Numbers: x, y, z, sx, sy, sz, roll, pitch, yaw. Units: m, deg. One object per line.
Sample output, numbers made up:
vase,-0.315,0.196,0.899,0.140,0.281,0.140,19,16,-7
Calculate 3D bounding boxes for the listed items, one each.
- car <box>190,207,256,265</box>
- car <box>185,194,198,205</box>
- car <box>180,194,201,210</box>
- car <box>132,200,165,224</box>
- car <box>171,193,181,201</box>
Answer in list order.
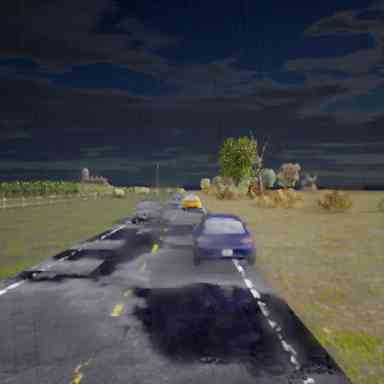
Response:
car,0.943,1.434,11.185,1.812,1.442,4.674,0,0,0
car,-0.075,1.077,49.309,1.882,1.535,5.008,0,1,0
car,0.000,1.173,37.497,1.882,1.535,5.008,0,0,0
car,-2.890,1.319,22.747,1.837,1.490,4.892,0,0,0
car,-2.885,1.000,63.871,1.837,1.490,4.892,0,1,0
